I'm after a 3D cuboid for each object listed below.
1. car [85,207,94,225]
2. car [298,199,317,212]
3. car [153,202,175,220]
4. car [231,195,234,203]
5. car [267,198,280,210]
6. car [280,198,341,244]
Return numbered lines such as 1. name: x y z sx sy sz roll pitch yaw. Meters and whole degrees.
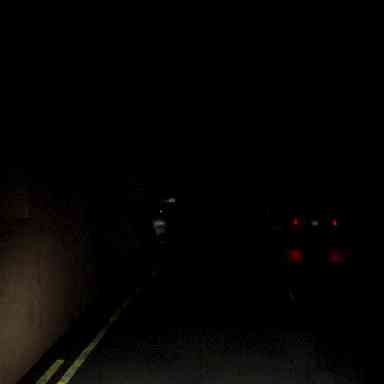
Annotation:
1. car: -7.952 1.413 20.405 1.882 1.535 5.008 0 0 13
2. car: 14.008 1.531 40.137 1.994 1.385 4.181 0 0 22
3. car: -2.354 1.540 27.639 1.895 1.301 4.718 0 0 19
4. car: 7.096 1.409 60.559 1.837 1.490 4.892 0 0 23
5. car: 10.510 1.480 40.860 1.812 1.442 4.674 0 0 22
6. car: 5.591 1.339 16.032 2.097 1.767 4.553 0 0 11
